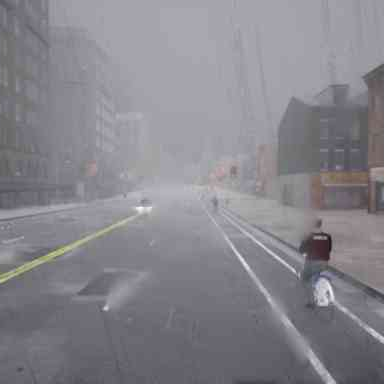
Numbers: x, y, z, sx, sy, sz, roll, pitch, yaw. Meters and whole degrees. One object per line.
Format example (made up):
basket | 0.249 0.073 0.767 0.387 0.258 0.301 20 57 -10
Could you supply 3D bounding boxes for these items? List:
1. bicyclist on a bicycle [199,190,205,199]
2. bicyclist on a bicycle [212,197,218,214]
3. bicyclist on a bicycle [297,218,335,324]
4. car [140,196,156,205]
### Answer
bicyclist on a bicycle | 2.260 0.858 67.661 0.866 1.612 1.509 -1 1 0
bicyclist on a bicycle | 2.249 1.272 32.198 0.582 1.620 1.656 0 0 0
bicyclist on a bicycle | 2.252 1.351 6.226 0.659 1.776 1.843 0 0 0
car | -6.512 1.260 49.354 1.895 1.301 4.718 0 1 0
